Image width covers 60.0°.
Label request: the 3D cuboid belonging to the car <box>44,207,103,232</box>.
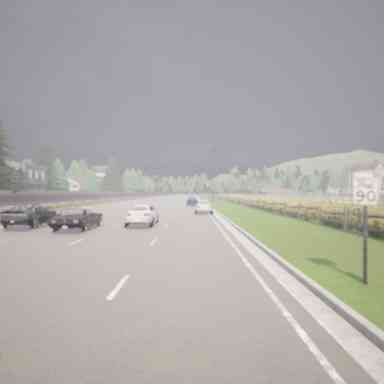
[{"bbox_3d":[-6.893,1.629,20.282,1.895,1.301,4.718,0,0,0],"label":"car"}]

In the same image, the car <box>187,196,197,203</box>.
[{"bbox_3d":[0.020,1.526,70.521,2.128,1.511,4.902,0,0,0],"label":"car"}]

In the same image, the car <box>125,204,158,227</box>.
[{"bbox_3d":[-3.407,1.557,22.827,1.812,1.442,4.674,0,0,0],"label":"car"}]

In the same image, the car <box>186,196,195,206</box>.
[{"bbox_3d":[0.016,1.553,55.521,1.882,1.535,5.008,0,0,0],"label":"car"}]

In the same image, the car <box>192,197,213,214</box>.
[{"bbox_3d":[1.235,1.574,35.294,1.812,1.442,4.674,0,0,0],"label":"car"}]

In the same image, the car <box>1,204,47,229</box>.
[{"bbox_3d":[-10.394,1.521,21.670,2.128,1.511,4.902,0,0,0],"label":"car"}]
